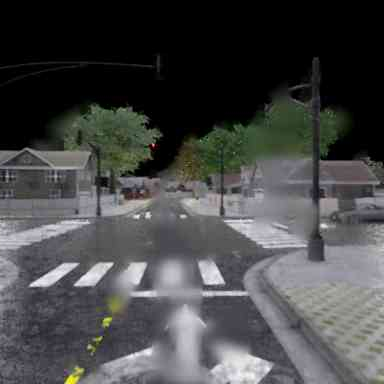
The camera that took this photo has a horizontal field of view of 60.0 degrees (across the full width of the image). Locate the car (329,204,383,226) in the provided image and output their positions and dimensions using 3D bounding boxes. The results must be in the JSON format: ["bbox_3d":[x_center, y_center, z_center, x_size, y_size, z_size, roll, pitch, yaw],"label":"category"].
[{"bbox_3d":[11.188,1.446,21.584,4.181,1.385,1.994,0,0,-2],"label":"car"}]
